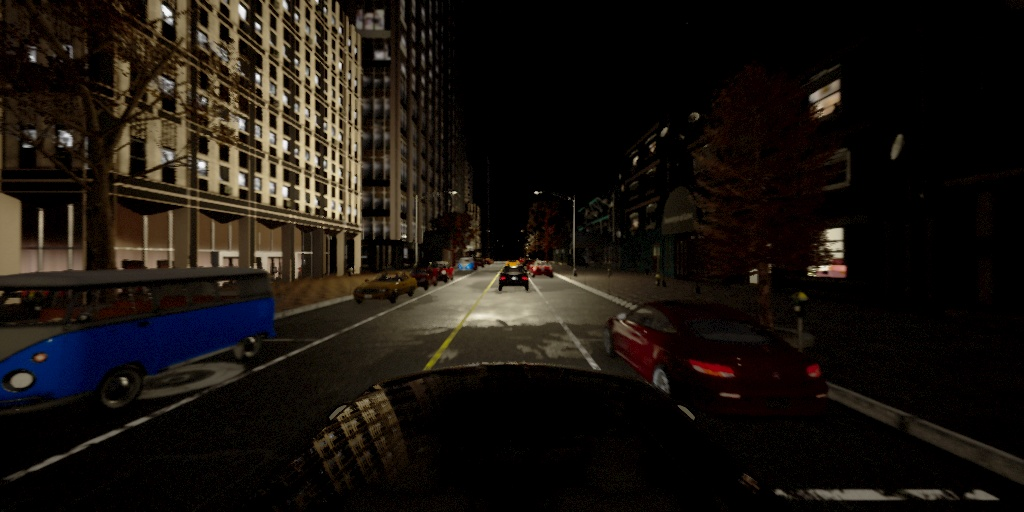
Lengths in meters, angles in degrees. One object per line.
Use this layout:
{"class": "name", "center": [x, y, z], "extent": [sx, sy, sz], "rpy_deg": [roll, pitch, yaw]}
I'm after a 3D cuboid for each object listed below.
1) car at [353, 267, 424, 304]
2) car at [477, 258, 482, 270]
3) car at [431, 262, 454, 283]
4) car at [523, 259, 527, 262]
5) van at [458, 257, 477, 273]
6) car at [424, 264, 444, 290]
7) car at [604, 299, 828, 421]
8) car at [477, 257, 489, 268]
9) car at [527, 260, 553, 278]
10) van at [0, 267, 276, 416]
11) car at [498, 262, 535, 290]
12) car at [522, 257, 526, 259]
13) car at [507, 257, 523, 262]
{"class": "car", "center": [-5.687, 1.282, 16.596], "extent": [1.751, 1.417, 4.829], "rpy_deg": [0, 0, 0]}
{"class": "car", "center": [-5.681, 1.327, 49.987], "extent": [1.888, 1.381, 4.507], "rpy_deg": [0, 0, 0]}
{"class": "car", "center": [-5.685, 1.204, 27.840], "extent": [1.967, 1.591, 4.097], "rpy_deg": [0, 0, 0]}
{"class": "car", "center": [2.699, 1.321, 44.447], "extent": [1.888, 1.381, 4.507], "rpy_deg": [0, 0, 0]}
{"class": "van", "center": [-5.682, 1.118, 44.450], "extent": [1.690, 1.789, 3.998], "rpy_deg": [0, 0, 0]}
{"class": "car", "center": [-5.686, 1.342, 22.302], "extent": [1.802, 1.307, 4.207], "rpy_deg": [0, 0, 0]}
{"class": "car", "center": [2.692, 1.333, 5.688], "extent": [1.802, 1.307, 4.207], "rpy_deg": [0, 0, 0]}
{"class": "car", "center": [-5.679, 1.110, 61.061], "extent": [2.192, 1.841, 5.009], "rpy_deg": [0, 0, 0]}
{"class": "car", "center": [2.697, 1.207, 33.373], "extent": [1.967, 1.591, 4.097], "rpy_deg": [0, 0, 0]}
{"class": "van", "center": [-5.689, 1.093, 5.691], "extent": [1.690, 1.789, 3.998], "rpy_deg": [0, 0, 0]}
{"class": "car", "center": [0.105, 1.308, 22.606], "extent": [2.033, 1.411, 5.357], "rpy_deg": [0, 0, 0]}
{"class": "car", "center": [2.702, 1.360, 61.058], "extent": [1.948, 1.339, 4.313], "rpy_deg": [0, 0, 0]}
{"class": "car", "center": [0.109, 1.258, 48.723], "extent": [1.882, 1.535, 5.008], "rpy_deg": [0, 0, 0]}
